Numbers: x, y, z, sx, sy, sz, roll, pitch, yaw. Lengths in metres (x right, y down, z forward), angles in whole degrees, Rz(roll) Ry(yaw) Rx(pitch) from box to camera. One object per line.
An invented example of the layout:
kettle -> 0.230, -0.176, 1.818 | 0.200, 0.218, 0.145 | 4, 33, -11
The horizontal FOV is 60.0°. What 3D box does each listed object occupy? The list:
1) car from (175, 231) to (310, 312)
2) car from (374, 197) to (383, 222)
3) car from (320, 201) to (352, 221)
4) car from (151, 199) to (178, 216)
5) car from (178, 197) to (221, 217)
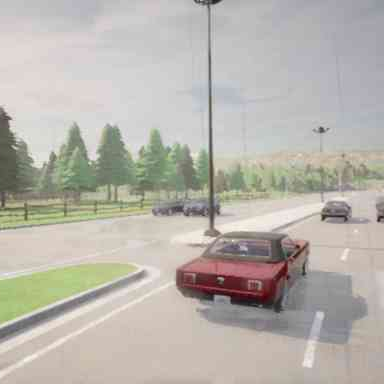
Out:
car -> 1.527, 1.571, 7.773 | 1.895, 1.301, 4.718 | -1, 0, 27
car -> 14.031, 1.324, 23.531 | 2.033, 1.411, 5.357 | -1, 0, 29
car -> 10.964, 1.365, 25.224 | 2.033, 1.411, 5.357 | -1, 0, 29
car -> -2.102, 1.528, 32.798 | 1.837, 1.490, 4.892 | -1, 0, 29
car -> 0.983, 1.305, 31.149 | 2.097, 1.767, 4.553 | -1, 0, 29
